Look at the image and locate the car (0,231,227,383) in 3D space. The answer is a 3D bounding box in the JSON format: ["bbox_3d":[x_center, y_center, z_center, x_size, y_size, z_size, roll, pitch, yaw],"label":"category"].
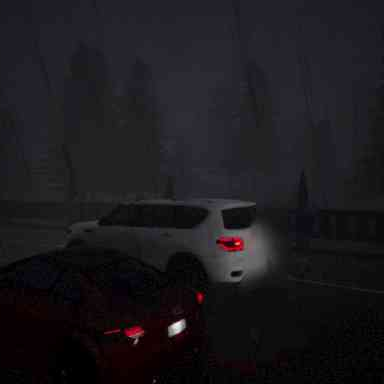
[{"bbox_3d":[-1.849,1.528,4.950,4.181,1.385,1.994,0,0,33],"label":"car"}]

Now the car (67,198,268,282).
[{"bbox_3d":[-0.889,1.168,8.508,5.566,2.045,2.150,0,0,32],"label":"car"}]
